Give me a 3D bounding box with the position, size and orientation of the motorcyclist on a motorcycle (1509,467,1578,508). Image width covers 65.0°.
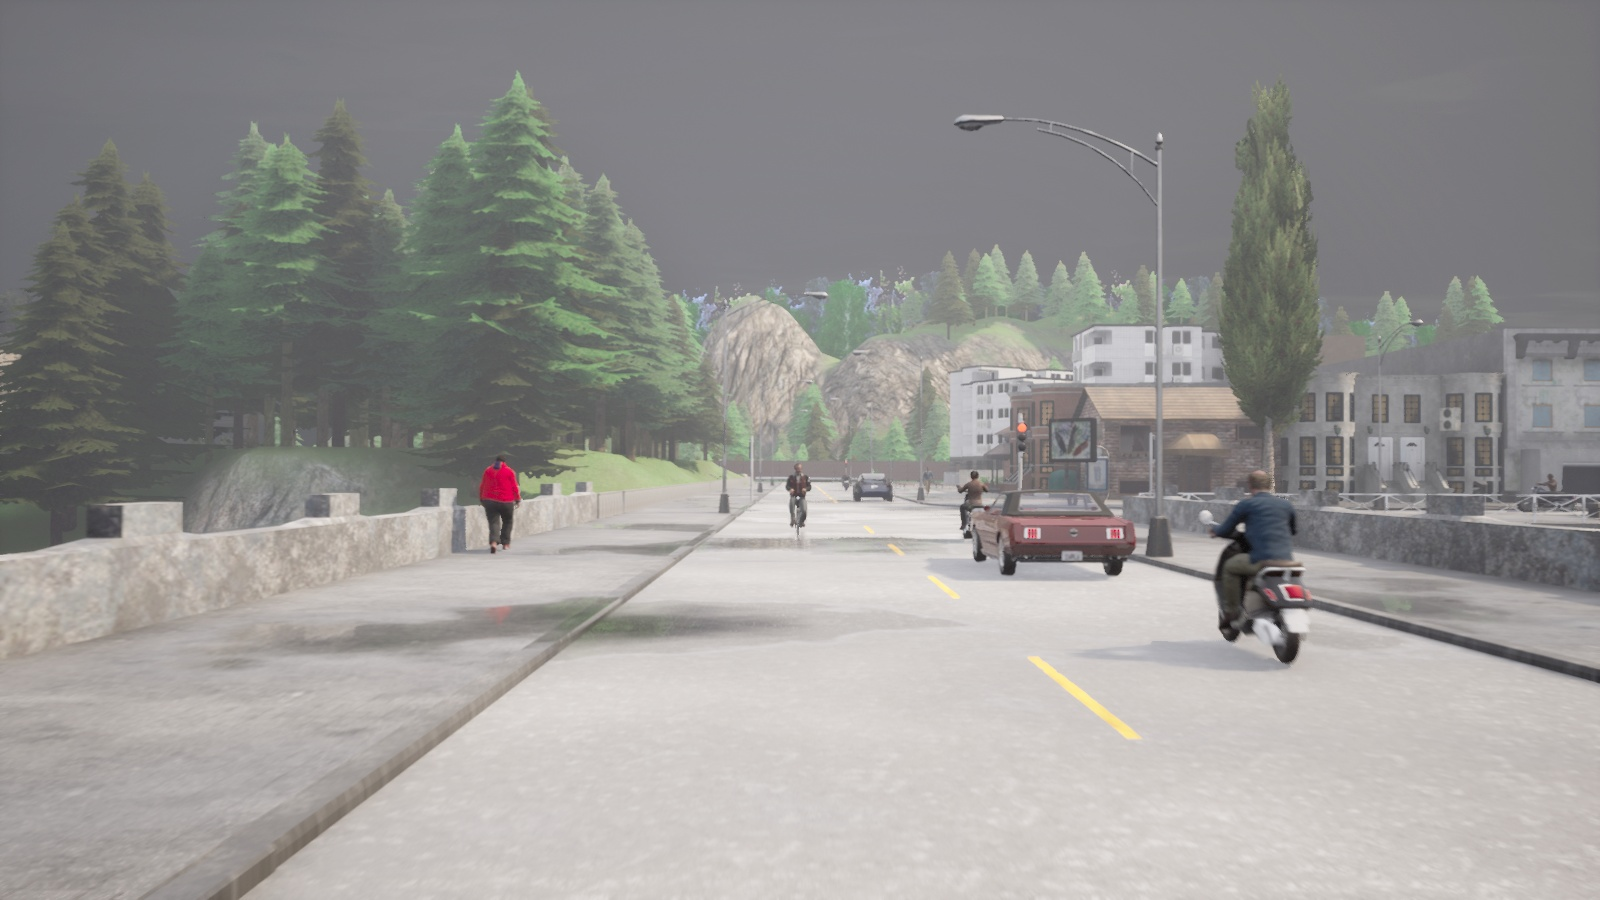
[{"bbox_3d":[30.854,1.550,52.135,2.350,1.649,0.766,0,-1,0],"label":"motorcyclist on a motorcycle"}]

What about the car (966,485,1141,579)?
[{"bbox_3d":[3.979,1.256,20.545,1.895,1.301,4.718,0,-1,0],"label":"car"}]

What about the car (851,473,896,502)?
[{"bbox_3d":[3.910,1.966,67.410,2.163,1.488,4.792,0,-1,0],"label":"car"}]

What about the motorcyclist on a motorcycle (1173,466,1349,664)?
[{"bbox_3d":[3.989,0.945,11.050,0.866,1.590,1.817,0,-1,0],"label":"motorcyclist on a motorcycle"}]

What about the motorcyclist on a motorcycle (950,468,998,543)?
[{"bbox_3d":[3.971,1.248,28.764,0.766,1.649,2.350,0,-1,0],"label":"motorcyclist on a motorcycle"}]

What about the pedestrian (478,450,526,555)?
[{"bbox_3d":[-5.336,0.935,22.504,0.634,1.844,0.899,0,-1,0],"label":"pedestrian"}]
